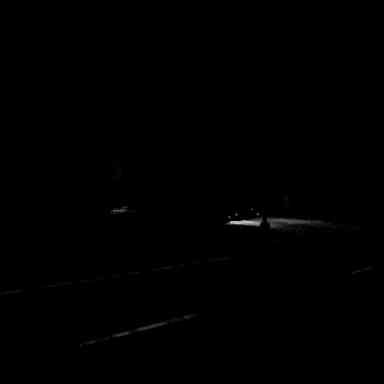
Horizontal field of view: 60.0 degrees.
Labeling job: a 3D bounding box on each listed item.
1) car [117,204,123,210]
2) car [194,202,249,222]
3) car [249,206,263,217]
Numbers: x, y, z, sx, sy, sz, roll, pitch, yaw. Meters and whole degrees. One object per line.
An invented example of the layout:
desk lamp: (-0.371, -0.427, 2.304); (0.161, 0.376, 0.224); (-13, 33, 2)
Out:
car: (-10.348, 1.455, 41.696); (1.812, 1.442, 4.674); (0, 0, -38)
car: (2.049, 1.487, 26.095); (1.994, 1.385, 4.181); (0, 0, -39)
car: (4.070, 1.508, 29.176); (1.895, 1.301, 4.718); (0, 0, -39)
